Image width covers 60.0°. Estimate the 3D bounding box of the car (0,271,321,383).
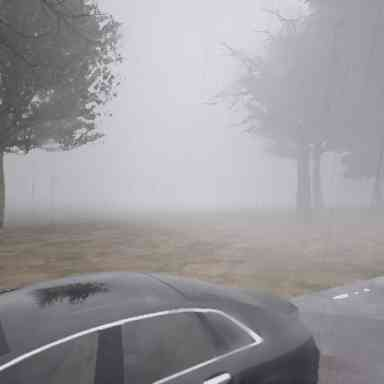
[{"bbox_3d":[-1.080,1.505,2.438,4.892,1.490,1.837,0,0,-34],"label":"car"}]
